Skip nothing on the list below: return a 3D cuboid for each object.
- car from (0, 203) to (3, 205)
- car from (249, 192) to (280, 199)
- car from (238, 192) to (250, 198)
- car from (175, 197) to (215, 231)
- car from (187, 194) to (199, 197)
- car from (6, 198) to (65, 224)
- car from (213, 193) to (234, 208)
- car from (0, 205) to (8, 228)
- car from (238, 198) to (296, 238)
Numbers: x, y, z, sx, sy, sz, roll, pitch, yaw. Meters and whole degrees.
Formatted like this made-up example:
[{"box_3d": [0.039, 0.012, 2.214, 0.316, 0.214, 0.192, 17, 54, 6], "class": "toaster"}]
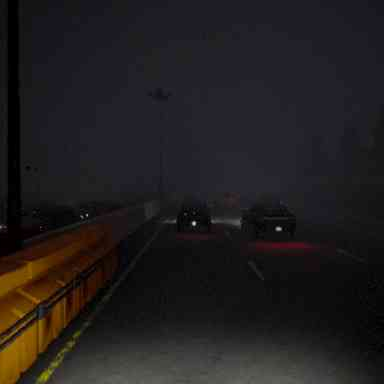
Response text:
[{"box_3d": [-13.999, 1.333, 22.128, 2.033, 1.411, 5.357, 0, 1, 0], "class": "car"}, {"box_3d": [7.002, 0.962, 30.883, 2.097, 1.767, 4.553, 0, 1, 0], "class": "car"}, {"box_3d": [7.037, 0.821, 42.052, 2.097, 1.767, 4.553, 0, 1, 1], "class": "car"}, {"box_3d": [0.102, 1.266, 18.838, 1.837, 1.490, 4.892, 0, 1, 0], "class": "car"}, {"box_3d": [0.088, 0.974, 41.157, 2.128, 1.511, 4.902, 0, 1, 0], "class": "car"}, {"box_3d": [-10.499, 1.239, 22.683, 1.812, 1.442, 4.674, 0, 1, 0], "class": "car"}, {"box_3d": [3.556, 0.872, 38.008, 2.097, 1.767, 4.553, 0, 1, 0], "class": "car"}, {"box_3d": [-7.033, 1.340, 16.406, 2.033, 1.411, 5.357, 0, 1, 1], "class": "car"}, {"box_3d": [3.600, 1.285, 16.217, 2.128, 1.511, 4.902, 0, 1, 0], "class": "car"}]
